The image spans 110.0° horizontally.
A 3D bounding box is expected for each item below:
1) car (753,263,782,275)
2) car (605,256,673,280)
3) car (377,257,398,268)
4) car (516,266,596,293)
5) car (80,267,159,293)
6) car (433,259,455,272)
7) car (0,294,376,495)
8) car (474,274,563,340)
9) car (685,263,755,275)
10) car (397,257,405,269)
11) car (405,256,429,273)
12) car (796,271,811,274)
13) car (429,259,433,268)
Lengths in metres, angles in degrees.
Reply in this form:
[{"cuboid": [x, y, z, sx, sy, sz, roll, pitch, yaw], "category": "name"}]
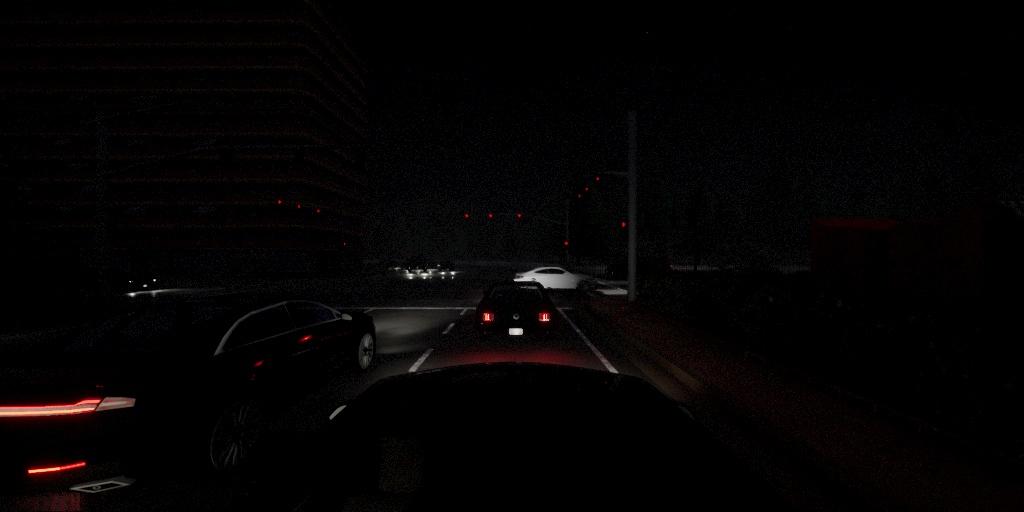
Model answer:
[{"cuboid": [20.851, 1.331, 31.235, 4.674, 1.442, 1.812, 0, 0, 0], "category": "car"}, {"cuboid": [11.084, 1.027, 31.355, 5.566, 2.045, 2.150, 0, 0, 1], "category": "car"}, {"cuboid": [-21.433, 1.313, 61.623, 4.181, 1.385, 1.994, 0, 0, 43], "category": "car"}, {"cuboid": [2.454, 1.309, 20.722, 4.674, 1.442, 1.812, 0, 0, 0], "category": "car"}, {"cuboid": [-24.076, 1.353, 20.958, 5.357, 1.411, 2.033, 0, 0, 1], "category": "car"}, {"cuboid": [-8.879, 1.297, 47.739, 2.033, 1.411, 5.357, 0, 0, -18], "category": "car"}, {"cuboid": [-3.427, 1.242, 4.723, 2.128, 1.511, 4.902, 0, 0, 0], "category": "car"}, {"cuboid": [0.112, 1.351, 9.987, 1.895, 1.301, 4.718, 0, 0, 1], "category": "car"}, {"cuboid": [15.641, 1.406, 27.795, 4.718, 1.301, 1.895, 0, 0, 1], "category": "car"}, {"cuboid": [-15.370, 1.275, 53.769, 1.812, 1.442, 4.674, 0, 0, -31], "category": "car"}, {"cuboid": [-11.802, 0.971, 44.795, 2.150, 2.045, 5.566, 0, 0, -15], "category": "car"}, {"cuboid": [24.808, 1.406, 27.711, 4.718, 1.301, 1.895, 0, 0, 0], "category": "car"}, {"cuboid": [-12.901, 1.254, 56.425, 1.837, 1.490, 4.892, 0, 0, -32], "category": "car"}]
